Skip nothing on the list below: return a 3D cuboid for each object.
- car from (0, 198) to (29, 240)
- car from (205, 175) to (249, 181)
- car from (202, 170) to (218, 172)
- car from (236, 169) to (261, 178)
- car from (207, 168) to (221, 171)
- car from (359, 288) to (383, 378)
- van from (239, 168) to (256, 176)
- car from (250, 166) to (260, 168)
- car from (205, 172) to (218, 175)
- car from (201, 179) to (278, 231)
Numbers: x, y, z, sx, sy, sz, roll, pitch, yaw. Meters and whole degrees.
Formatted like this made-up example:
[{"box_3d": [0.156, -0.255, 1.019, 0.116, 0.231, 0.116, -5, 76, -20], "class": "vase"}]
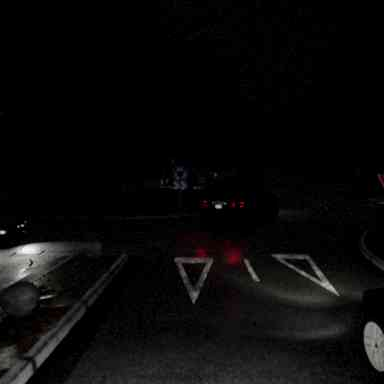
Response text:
[{"box_3d": [-8.060, 1.042, 13.585, 1.837, 1.490, 4.892, -1, 4, -37], "class": "car"}, {"box_3d": [4.301, -1.007, 42.878, 4.902, 1.511, 2.128, 3, 5, 34], "class": "car"}, {"box_3d": [3.761, -3.292, 69.372, 1.882, 1.535, 5.008, 1, 5, 8], "class": "car"}, {"box_3d": [12.255, -3.729, 73.953, 4.892, 1.521, 2.231, 1, 5, 9], "class": "car"}, {"box_3d": [5.218, -4.203, 79.287, 1.882, 1.535, 5.008, 1, 5, 9], "class": "car"}, {"box_3d": [3.133, 1.463, 2.408, 1.882, 1.535, 5.008, 0, 1, 0], "class": "car"}, {"box_3d": [15.063, -5.458, 89.928, 4.442, 1.987, 1.878, 1, 6, 11], "class": "van"}, {"box_3d": [13.586, -4.732, 82.044, 5.566, 2.045, 2.435, 1, 5, 9], "class": "car"}, {"box_3d": [3.355, -2.350, 59.183, 1.837, 1.490, 4.892, 0, 5, 1], "class": "car"}, {"box_3d": [2.476, 0.558, 16.446, 2.150, 2.045, 5.566, 1, 4, 30], "class": "car"}]
